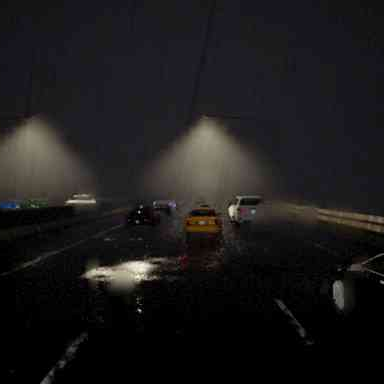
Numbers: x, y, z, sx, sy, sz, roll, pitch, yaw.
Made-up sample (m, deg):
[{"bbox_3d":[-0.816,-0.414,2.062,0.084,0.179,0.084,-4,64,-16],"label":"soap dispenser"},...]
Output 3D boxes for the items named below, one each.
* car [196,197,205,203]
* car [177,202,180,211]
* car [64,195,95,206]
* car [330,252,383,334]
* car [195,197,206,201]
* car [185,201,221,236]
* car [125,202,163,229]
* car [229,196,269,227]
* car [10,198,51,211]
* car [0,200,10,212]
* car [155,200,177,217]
[{"bbox_3d":[2.162,1.893,78.691,2.033,1.411,5.357,0,0,3],"label":"car"},{"bbox_3d":[-2.706,1.729,44.197,2.033,1.411,5.357,0,0,2],"label":"car"},{"bbox_3d":[-13.413,1.379,40.196,2.150,2.045,5.566,0,0,1],"label":"car"},{"bbox_3d":[3.638,1.521,4.720,1.837,1.490,4.892,0,0,0],"label":"car"},{"bbox_3d":[1.648,1.778,64.896,2.128,1.511,4.902,0,0,2],"label":"car"},{"bbox_3d":[0.690,1.525,18.928,1.801,1.575,5.366,0,0,5],"label":"car"},{"bbox_3d":[-3.243,1.608,22.267,1.812,1.442,4.674,0,0,1],"label":"car"},{"bbox_3d":[3.886,1.310,23.400,2.150,2.045,5.566,0,0,1],"label":"car"},{"bbox_3d":[-17.033,1.489,35.905,2.097,1.767,4.553,0,0,2],"label":"car"},{"bbox_3d":[-20.481,1.622,37.980,1.882,1.535,5.008,0,0,2],"label":"car"},{"bbox_3d":[-3.009,1.623,33.233,2.128,1.511,4.902,0,0,1],"label":"car"}]
